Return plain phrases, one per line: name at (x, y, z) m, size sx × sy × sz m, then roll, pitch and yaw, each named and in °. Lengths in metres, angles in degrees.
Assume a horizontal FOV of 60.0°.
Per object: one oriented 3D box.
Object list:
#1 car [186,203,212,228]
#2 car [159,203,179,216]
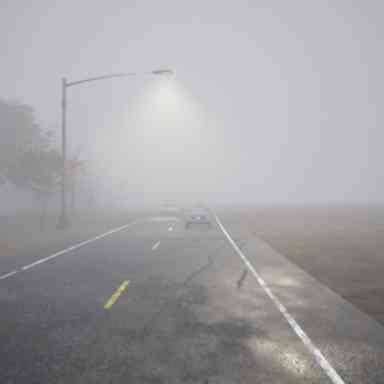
car at (0.506, 1.792, 24.449) m, size 2.033 × 1.411 × 5.357 m, roll 0°, pitch -1°, yaw 2°
car at (-2.585, 1.974, 37.985) m, size 1.895 × 1.301 × 4.718 m, roll 0°, pitch -1°, yaw 3°
